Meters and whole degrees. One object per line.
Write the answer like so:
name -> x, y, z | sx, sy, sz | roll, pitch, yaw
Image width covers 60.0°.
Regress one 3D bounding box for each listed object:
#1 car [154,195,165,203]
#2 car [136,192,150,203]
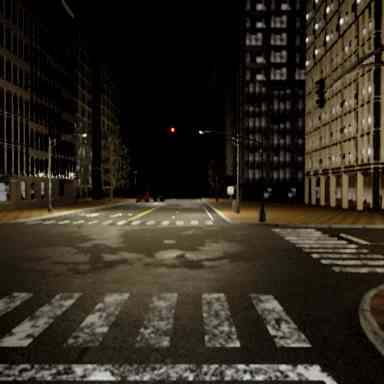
car -> -6.421, 1.341, 65.851 | 2.128, 1.511, 4.902 | 0, 0, 0
car -> -9.671, 1.072, 65.824 | 2.150, 2.045, 5.566 | 0, 0, 0
